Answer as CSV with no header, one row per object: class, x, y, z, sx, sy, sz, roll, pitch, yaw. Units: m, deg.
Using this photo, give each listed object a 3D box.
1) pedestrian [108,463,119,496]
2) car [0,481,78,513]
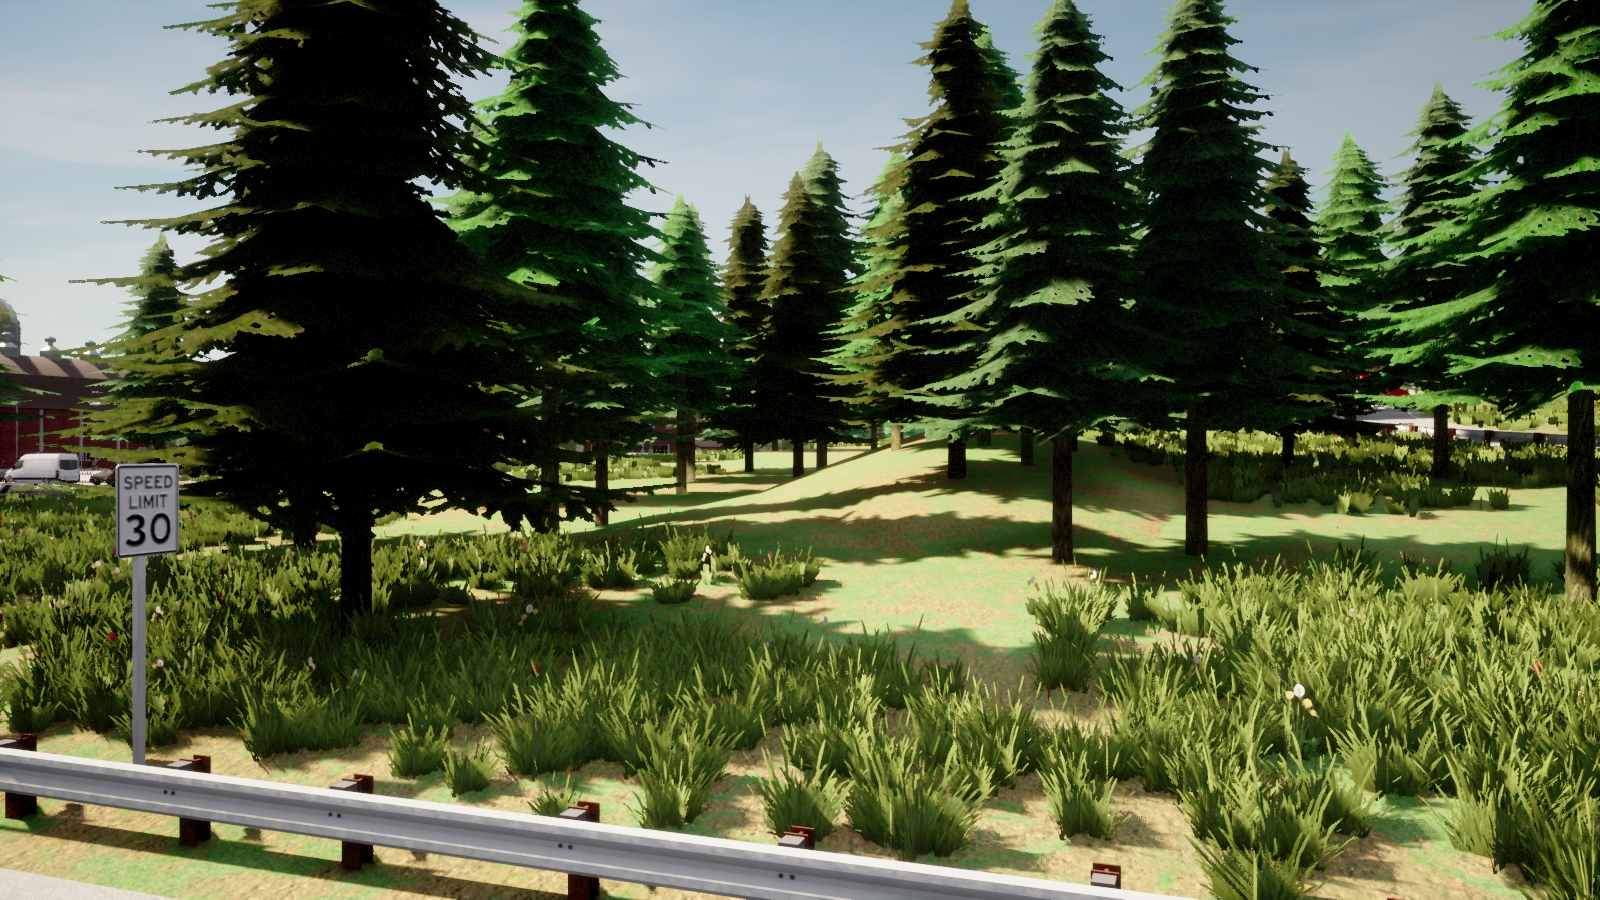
pedestrian,-39.502,1.700,65.742,0.375,1.860,0.375,0,0,18
car,-36.124,2.158,52.638,1.895,1.301,4.718,0,0,19
